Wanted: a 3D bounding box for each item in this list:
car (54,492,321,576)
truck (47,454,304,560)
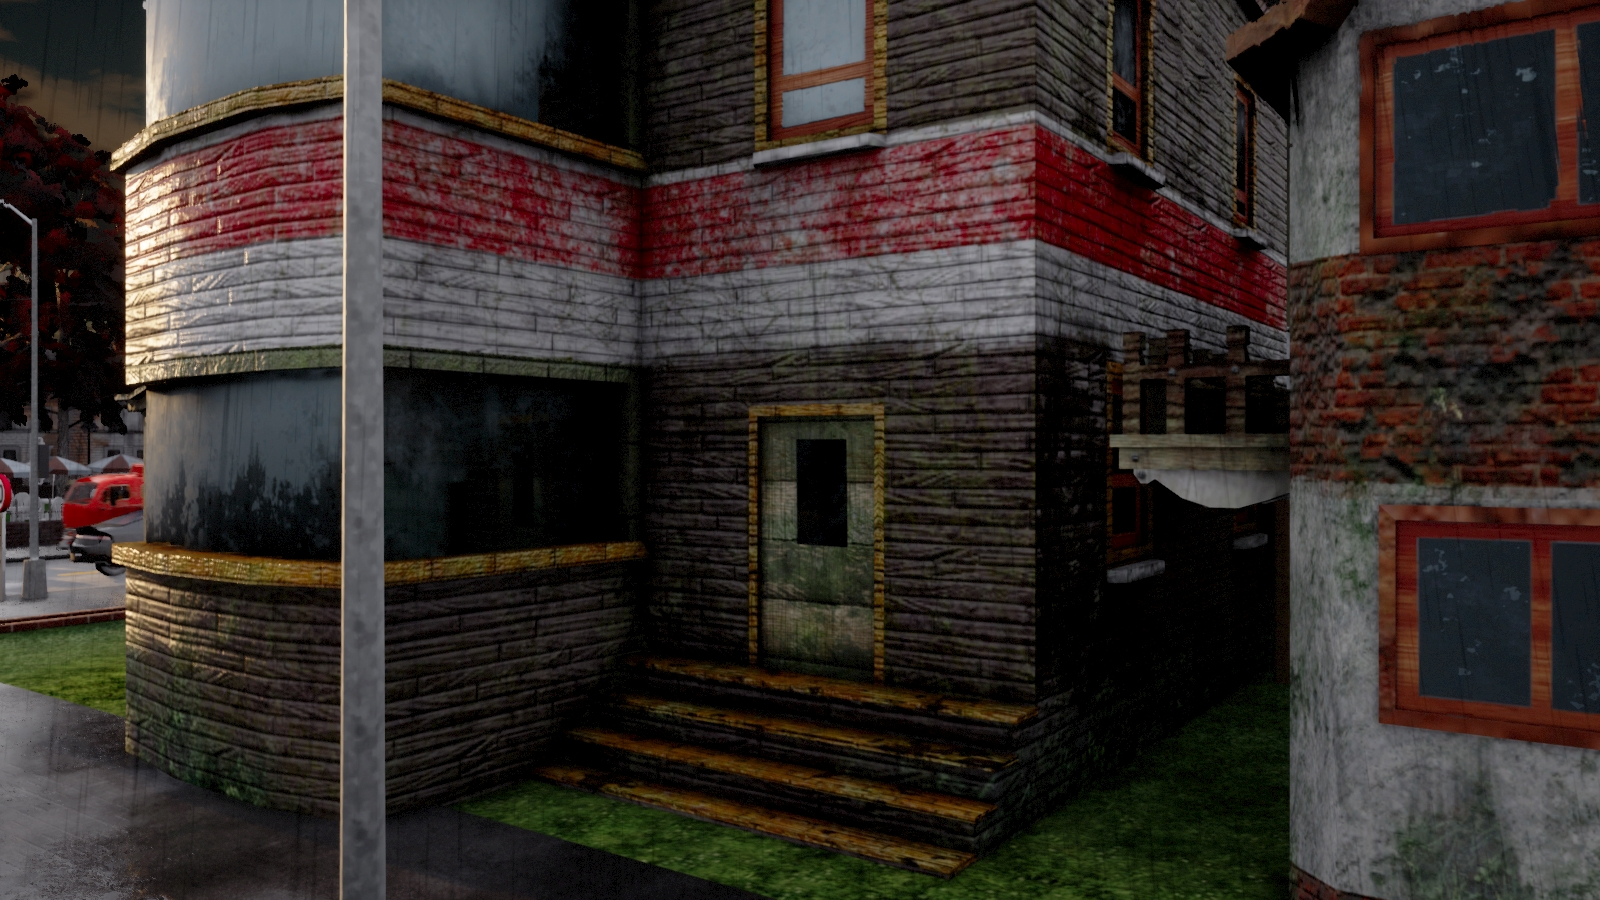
[{"bbox_3d":[-13.748,1.817,25.958,2.128,1.511,4.902,0,0,34],"label":"car"},{"bbox_3d":[-16.036,1.336,29.624,2.627,2.467,5.204,0,0,35],"label":"truck"}]
